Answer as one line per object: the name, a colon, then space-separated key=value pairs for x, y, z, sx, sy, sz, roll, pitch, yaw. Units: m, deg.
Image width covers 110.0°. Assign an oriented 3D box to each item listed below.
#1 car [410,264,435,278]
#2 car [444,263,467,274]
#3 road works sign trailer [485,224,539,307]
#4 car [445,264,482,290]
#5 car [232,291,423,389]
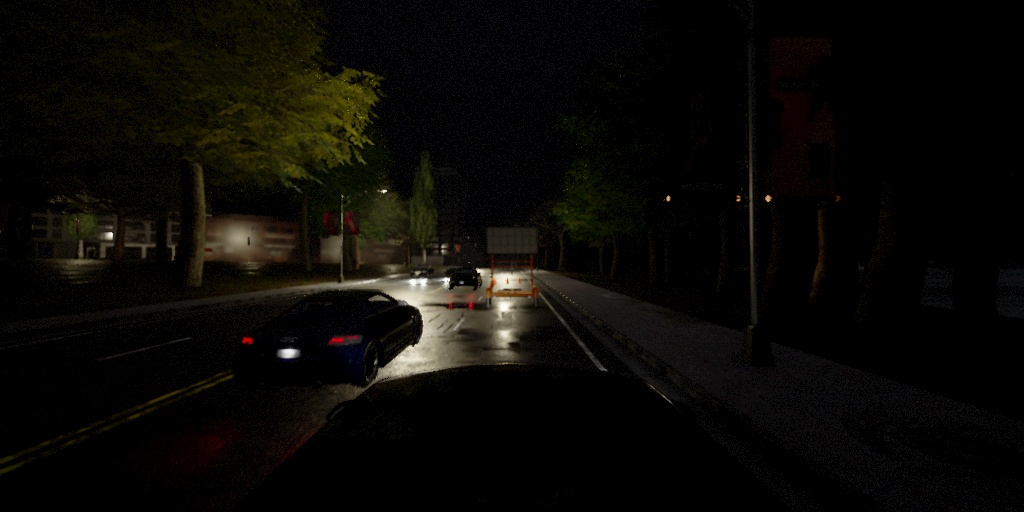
car: x=-9.836 y=1.654 z=39.725 sx=2.128 sy=1.511 sz=4.902 roll=0 pitch=-1 yaw=0
car: x=-6.588 y=1.790 z=41.753 sx=1.895 sy=1.301 sz=4.718 roll=0 pitch=-1 yaw=0
road works sign trailer: x=0.003 y=0.358 z=16.333 sx=2.380 sy=3.560 sz=2.880 roll=0 pitch=0 yaw=0
car: x=-3.146 y=1.508 z=24.743 sx=1.812 sy=1.442 sz=4.674 roll=0 pitch=-1 yaw=0
car: x=-3.149 y=1.365 z=7.062 sx=1.994 sy=1.385 sz=4.181 roll=0 pitch=-1 yaw=0
